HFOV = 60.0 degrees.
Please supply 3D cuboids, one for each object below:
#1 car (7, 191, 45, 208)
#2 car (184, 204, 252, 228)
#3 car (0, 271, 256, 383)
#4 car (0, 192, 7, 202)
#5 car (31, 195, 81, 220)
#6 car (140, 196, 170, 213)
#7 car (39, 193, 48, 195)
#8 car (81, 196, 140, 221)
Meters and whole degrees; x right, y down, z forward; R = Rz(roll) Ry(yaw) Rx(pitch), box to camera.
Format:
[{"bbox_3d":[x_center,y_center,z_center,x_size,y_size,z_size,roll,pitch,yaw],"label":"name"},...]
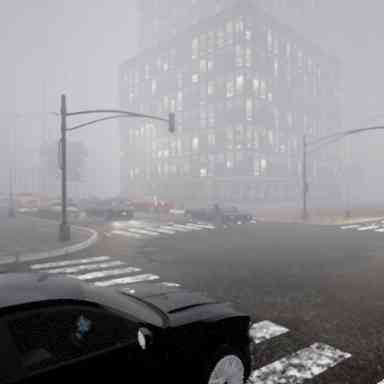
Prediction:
[{"bbox_3d":[-18.836,0.763,37.585,2.097,1.767,4.553,-1,1,-44],"label":"car"},{"bbox_3d":[1.447,1.401,20.874,1.895,1.301,4.718,0,2,-35],"label":"car"},{"bbox_3d":[-1.489,1.479,2.887,5.008,1.535,1.882,0,0,-41],"label":"car"},{"bbox_3d":[-25.869,0.773,44.942,1.812,1.442,4.674,0,1,-41],"label":"car"},{"bbox_3d":[-9.759,1.198,24.247,1.752,1.417,4.829,1,0,-44],"label":"car"},{"bbox_3d":[-3.863,1.049,30.450,1.967,1.590,4.097,1,0,-44],"label":"car"},{"bbox_3d":[-12.119,1.125,30.570,1.994,1.385,4.181,-1,1,-43],"label":"car"},{"bbox_3d":[-5.981,1.259,24.153,1.994,1.385,4.181,-1,1,-44],"label":"car"}]
